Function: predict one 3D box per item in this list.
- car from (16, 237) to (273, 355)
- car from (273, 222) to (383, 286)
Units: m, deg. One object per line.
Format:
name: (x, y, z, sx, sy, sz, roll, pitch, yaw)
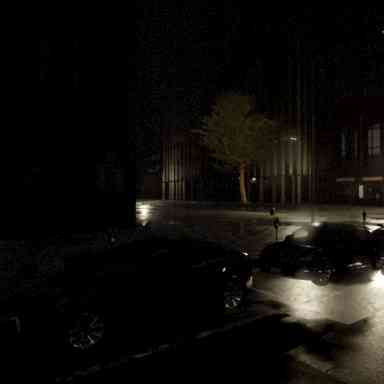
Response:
car: (-0.762, 1.566, 6.116, 4.313, 1.339, 1.947, 0, 0, -36)
car: (3.817, 1.566, 9.402, 4.313, 1.339, 1.947, 0, 0, -36)
